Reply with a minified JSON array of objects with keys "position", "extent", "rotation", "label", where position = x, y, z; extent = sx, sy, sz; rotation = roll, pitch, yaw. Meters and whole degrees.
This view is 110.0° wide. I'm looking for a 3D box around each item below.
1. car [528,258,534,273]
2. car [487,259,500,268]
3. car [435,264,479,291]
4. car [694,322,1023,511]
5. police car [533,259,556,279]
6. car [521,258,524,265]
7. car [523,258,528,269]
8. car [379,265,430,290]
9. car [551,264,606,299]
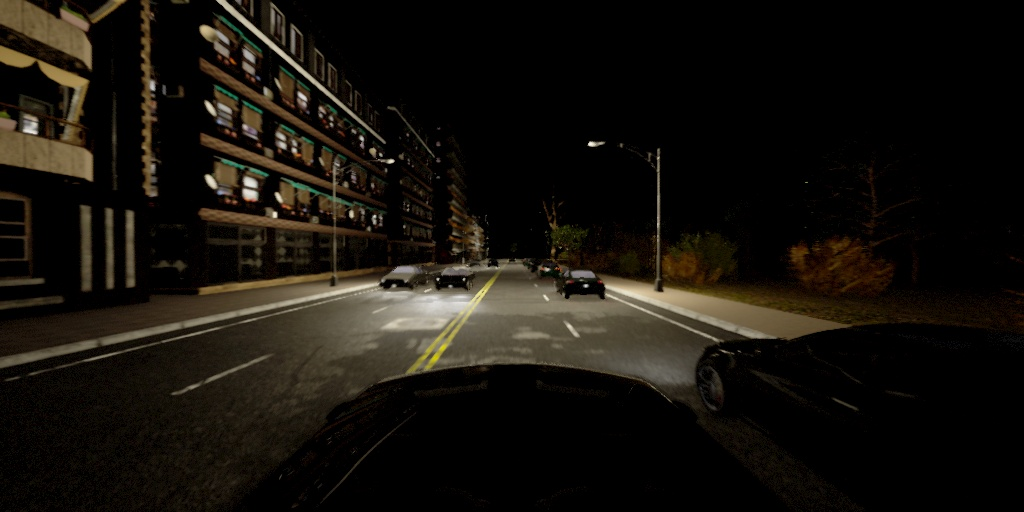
[{"position":[3.256,1.229,43.196],"extent":[1.882,1.535,5.008],"rotation":[0,0,0],"label":"car"},{"position":[-3.263,1.275,62.413],"extent":[1.812,1.442,4.674],"rotation":[0,0,1],"label":"car"},{"position":[-3.339,1.351,21.771],"extent":[1.895,1.301,4.718],"rotation":[0,0,0],"label":"car"},{"position":[3.346,1.277,2.923],"extent":[1.812,1.442,4.674],"rotation":[0,0,1],"label":"car"},{"position":[3.255,1.256,32.196],"extent":[2.038,1.542,4.974],"rotation":[0,0,0],"label":"police car"},{"position":[3.258,1.104,65.167],"extent":[2.097,1.767,4.553],"rotation":[0,0,0],"label":"car"},{"position":[3.257,1.243,54.197],"extent":[2.128,1.511,4.902],"rotation":[0,0,0],"label":"car"},{"position":[-6.588,1.297,22.669],"extent":[2.033,1.411,5.357],"rotation":[0,0,0],"label":"car"},{"position":[3.351,1.314,18.223],"extent":[1.994,1.385,4.181],"rotation":[0,0,0],"label":"car"}]
